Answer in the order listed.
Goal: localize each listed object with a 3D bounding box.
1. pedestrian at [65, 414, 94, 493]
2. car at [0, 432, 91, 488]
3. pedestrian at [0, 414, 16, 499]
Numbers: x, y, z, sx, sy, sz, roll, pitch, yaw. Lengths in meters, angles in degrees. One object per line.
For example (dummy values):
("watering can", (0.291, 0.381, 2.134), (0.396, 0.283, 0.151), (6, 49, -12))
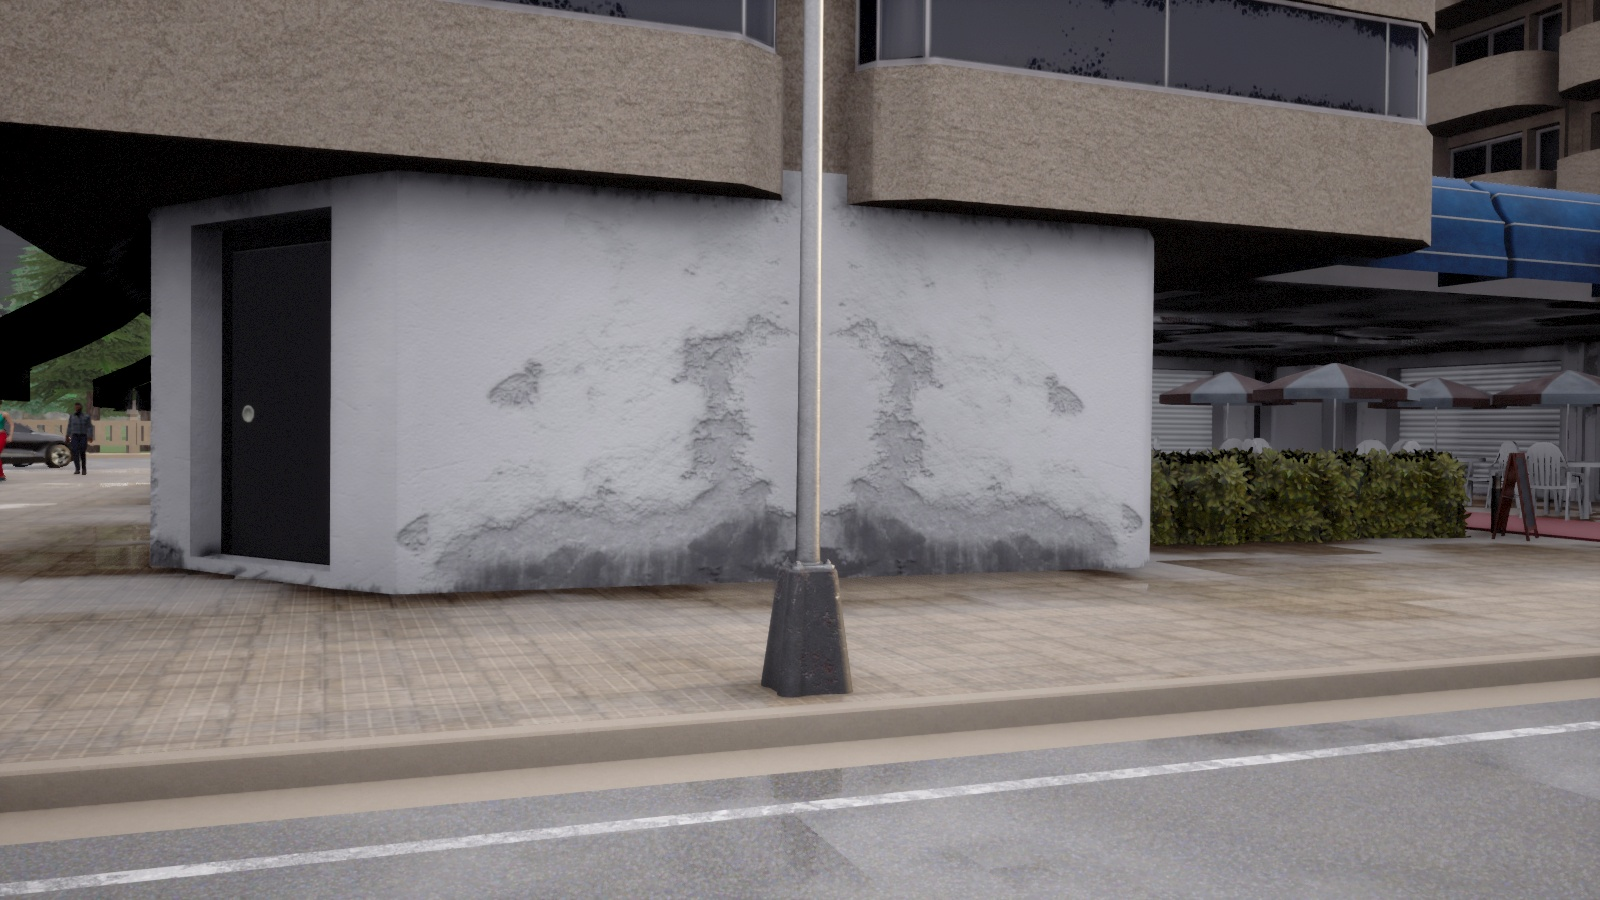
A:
("pedestrian", (-17.929, 0.078, 31.265), (0.423, 1.949, 0.788), (-1, 1, -15))
("car", (-24.850, 0.310, 38.824), (2.033, 1.649, 4.856), (0, 1, 23))
("pedestrian", (-17.414, 0.141, 27.261), (0.345, 1.836, 0.594), (-1, 1, 6))
